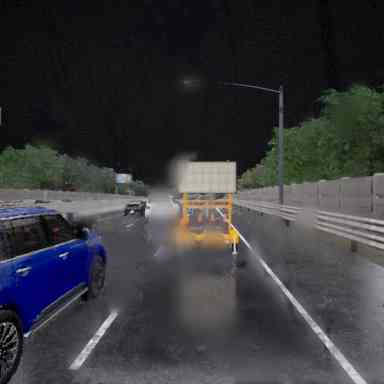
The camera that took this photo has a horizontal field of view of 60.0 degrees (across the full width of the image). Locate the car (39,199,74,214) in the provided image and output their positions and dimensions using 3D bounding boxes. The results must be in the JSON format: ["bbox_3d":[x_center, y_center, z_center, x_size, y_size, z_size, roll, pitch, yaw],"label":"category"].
[{"bbox_3d":[-15.982,1.667,39.503,1.882,1.535,5.008,0,-1,2],"label":"car"}]

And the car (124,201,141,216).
[{"bbox_3d":[-5.506,1.638,33.601,1.837,1.490,4.892,0,-1,2],"label":"car"}]

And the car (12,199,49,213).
[{"bbox_3d":[-19.453,1.673,40.285,1.882,1.535,5.008,0,-1,2],"label":"car"}]

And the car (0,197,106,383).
[{"bbox_3d":[-3.115,1.224,5.293,2.150,2.045,5.566,0,0,2],"label":"car"}]

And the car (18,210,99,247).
[{"bbox_3d":[-6.190,1.618,16.151,1.895,1.301,4.718,0,0,2],"label":"car"}]

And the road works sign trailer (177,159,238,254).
[{"bbox_3d":[0.617,0.474,13.570,2.380,3.560,2.880,0,0,2],"label":"road works sign trailer"}]

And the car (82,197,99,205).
[{"bbox_3d":[-21.651,1.897,70.974,2.097,1.767,4.553,0,-1,2],"label":"car"}]

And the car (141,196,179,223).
[{"bbox_3d":[-2.275,1.298,26.490,2.150,2.045,5.566,0,0,2],"label":"car"}]
